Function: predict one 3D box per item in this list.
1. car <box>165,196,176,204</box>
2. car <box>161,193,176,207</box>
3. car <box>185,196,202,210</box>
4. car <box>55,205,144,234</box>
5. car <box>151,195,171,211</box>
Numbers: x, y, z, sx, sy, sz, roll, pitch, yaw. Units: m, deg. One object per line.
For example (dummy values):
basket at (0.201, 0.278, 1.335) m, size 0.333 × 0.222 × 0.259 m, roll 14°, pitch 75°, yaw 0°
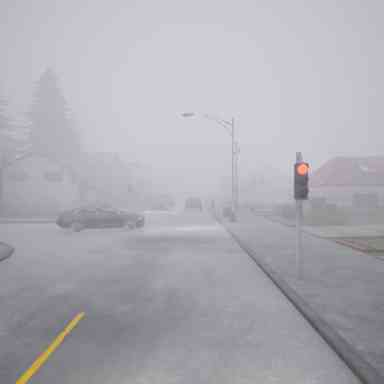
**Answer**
car at (-3.979, 1.525, 62.143) m, size 1.812 × 1.442 × 4.674 m, roll 0°, pitch 0°, yaw 0°
car at (-4.028, 1.221, 51.798) m, size 2.150 × 2.045 × 5.566 m, roll 0°, pitch 0°, yaw 0°
car at (0.164, 1.352, 43.564) m, size 2.097 × 1.767 × 4.553 m, roll 0°, pitch 0°, yaw 0°
car at (-5.214, 1.493, 19.118) m, size 4.902 × 1.511 × 2.128 m, roll 0°, pitch 0°, yaw -19°
car at (-4.043, 1.505, 41.749) m, size 1.837 × 1.490 × 4.892 m, roll 0°, pitch 0°, yaw 0°
